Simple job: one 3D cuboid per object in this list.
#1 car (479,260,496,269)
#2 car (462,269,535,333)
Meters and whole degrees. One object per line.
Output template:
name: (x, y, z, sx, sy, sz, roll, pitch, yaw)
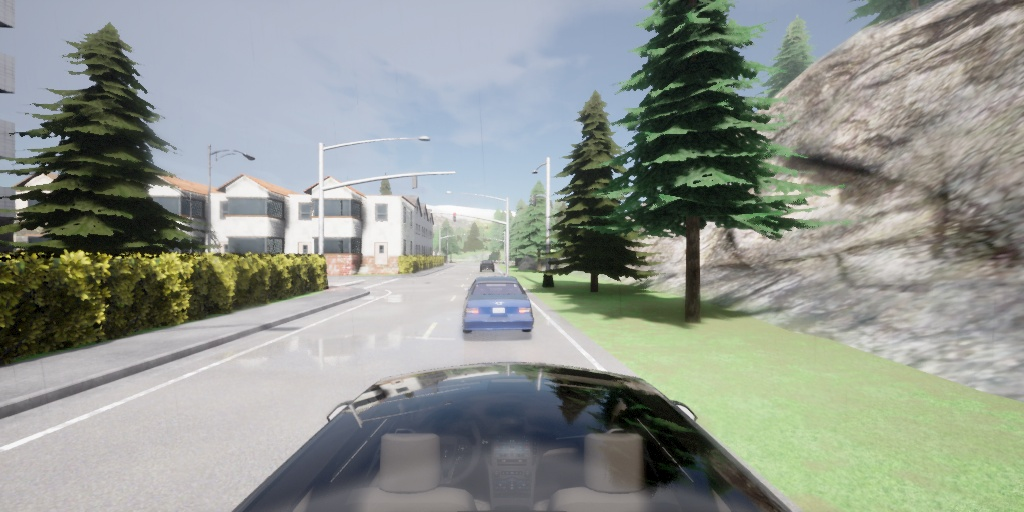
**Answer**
car: (-3.190, 1.255, 46.070, 1.837, 1.490, 4.892, 0, 0, -4)
car: (-0.481, 1.297, 10.737, 2.033, 1.411, 5.357, 0, 0, -4)
